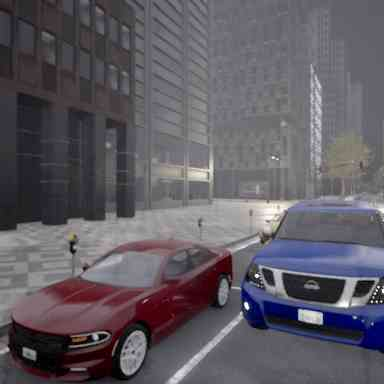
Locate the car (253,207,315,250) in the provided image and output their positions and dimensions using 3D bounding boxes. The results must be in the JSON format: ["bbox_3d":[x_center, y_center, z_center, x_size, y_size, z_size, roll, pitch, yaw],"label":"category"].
[{"bbox_3d":[4.386,1.522,15.258,1.752,1.417,4.829,0,0,28],"label":"car"}]

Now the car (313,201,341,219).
[{"bbox_3d":[12.275,1.539,30.030,1.887,1.381,4.507,0,0,28],"label":"car"}]

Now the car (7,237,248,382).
[{"bbox_3d":[-0.740,1.545,5.660,1.887,1.381,4.507,0,0,28],"label":"car"}]

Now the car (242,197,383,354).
[{"bbox_3d":[2.807,1.220,6.624,2.150,2.045,5.566,0,0,28],"label":"car"}]

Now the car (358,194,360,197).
[{"bbox_3d":[35.228,1.556,72.951,1.887,1.381,4.507,0,0,28],"label":"car"}]

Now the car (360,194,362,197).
[{"bbox_3d":[37.721,1.331,77.616,2.192,1.841,5.009,0,0,28],"label":"car"}]

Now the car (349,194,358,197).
[{"bbox_3d":[30.156,1.530,63.472,1.752,1.417,4.829,0,0,28],"label":"car"}]

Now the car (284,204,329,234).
[{"bbox_3d":[7.069,1.540,20.282,1.887,1.381,4.507,0,0,28],"label":"car"}]

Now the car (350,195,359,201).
[{"bbox_3d":[40.213,1.572,82.281,2.008,1.369,4.403,0,0,28],"label":"car"}]

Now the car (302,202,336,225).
[{"bbox_3d":[9.672,1.539,25.156,1.887,1.381,4.507,0,0,28],"label":"car"}]
